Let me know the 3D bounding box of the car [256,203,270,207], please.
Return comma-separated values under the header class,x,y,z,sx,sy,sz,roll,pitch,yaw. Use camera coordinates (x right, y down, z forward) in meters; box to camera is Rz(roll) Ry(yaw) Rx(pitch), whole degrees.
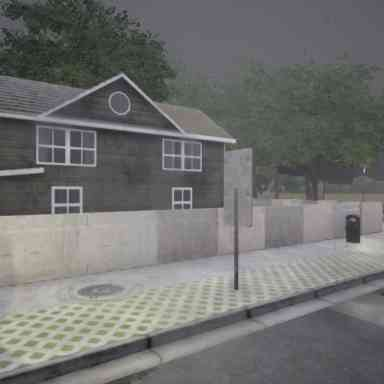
class,x,y,z,sx,sy,sz,roll,pitch,yaw
car,6.511,1.456,33.193,2.128,1.511,4.902,0,0,-35
